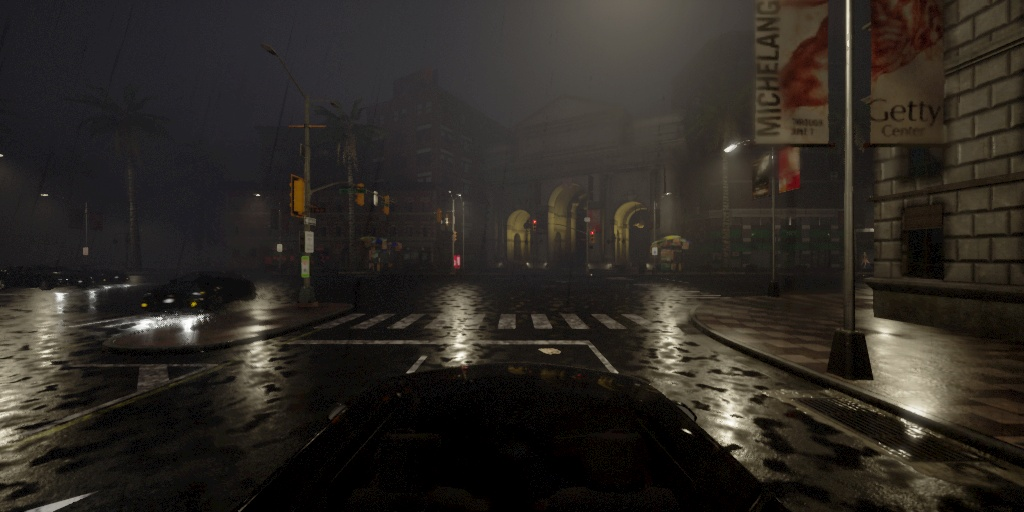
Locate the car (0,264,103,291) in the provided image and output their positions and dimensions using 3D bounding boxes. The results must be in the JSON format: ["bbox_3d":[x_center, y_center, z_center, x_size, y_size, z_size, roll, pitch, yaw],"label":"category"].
[{"bbox_3d":[-27.814,1.255,21.328,4.892,1.490,1.837,0,0,6],"label":"car"}]

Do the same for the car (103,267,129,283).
[{"bbox_3d":[-29.667,1.314,25.116,4.181,1.385,1.994,0,0,1],"label":"car"}]

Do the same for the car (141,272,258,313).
[{"bbox_3d":[-11.858,1.314,13.956,1.994,1.385,4.181,0,0,-11],"label":"car"}]
